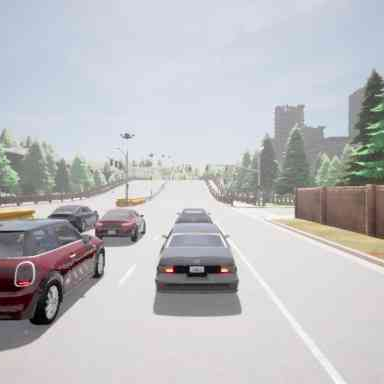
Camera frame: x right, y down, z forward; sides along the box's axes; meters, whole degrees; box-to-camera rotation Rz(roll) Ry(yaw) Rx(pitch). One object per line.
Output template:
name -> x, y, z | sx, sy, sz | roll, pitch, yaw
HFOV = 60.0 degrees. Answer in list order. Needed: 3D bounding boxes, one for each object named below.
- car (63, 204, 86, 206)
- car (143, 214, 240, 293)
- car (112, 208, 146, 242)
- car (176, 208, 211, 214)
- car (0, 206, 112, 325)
car -> -6.900, 1.505, 19.778 | 1.837, 1.490, 4.892 | 0, 0, 0
car -> 0.100, 1.547, 8.965 | 2.033, 1.411, 5.357 | 0, 0, 0
car -> -3.402, 1.526, 16.255 | 1.812, 1.442, 4.674 | 0, 0, -1
car -> 0.101, 1.564, 18.205 | 1.994, 1.385, 4.181 | 0, 0, 0
car -> -3.401, 1.352, 7.260 | 2.097, 1.767, 4.553 | 0, 0, 0
